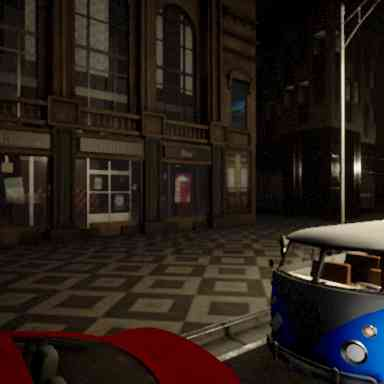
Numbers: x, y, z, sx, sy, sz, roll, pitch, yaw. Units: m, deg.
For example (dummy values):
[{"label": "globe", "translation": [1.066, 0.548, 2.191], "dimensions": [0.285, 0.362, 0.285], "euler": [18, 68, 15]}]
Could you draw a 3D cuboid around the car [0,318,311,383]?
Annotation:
[{"label": "car", "translation": [-1.681, 1.547, 1.358], "dimensions": [4.507, 1.381, 1.887], "euler": [0, 0, -37]}]

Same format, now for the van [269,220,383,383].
[{"label": "van", "translation": [2.803, 1.333, 4.744], "dimensions": [3.998, 1.788, 1.690], "euler": [0, 0, -37]}]
